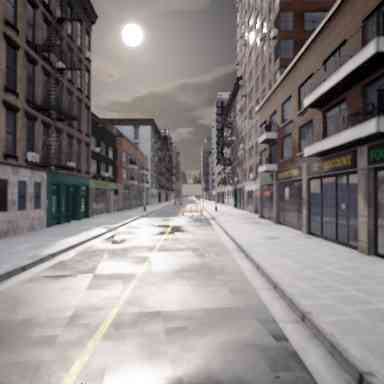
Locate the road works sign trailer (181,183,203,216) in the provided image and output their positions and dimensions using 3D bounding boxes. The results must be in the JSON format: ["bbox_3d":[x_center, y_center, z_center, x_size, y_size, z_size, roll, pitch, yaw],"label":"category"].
[{"bbox_3d":[0.021,0.805,36.743,2.380,3.560,2.880,0,-1,0],"label":"road works sign trailer"}]

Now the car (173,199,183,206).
[{"bbox_3d":[-2.961,2.219,71.012,2.128,1.511,4.902,0,-1,0],"label":"car"}]
